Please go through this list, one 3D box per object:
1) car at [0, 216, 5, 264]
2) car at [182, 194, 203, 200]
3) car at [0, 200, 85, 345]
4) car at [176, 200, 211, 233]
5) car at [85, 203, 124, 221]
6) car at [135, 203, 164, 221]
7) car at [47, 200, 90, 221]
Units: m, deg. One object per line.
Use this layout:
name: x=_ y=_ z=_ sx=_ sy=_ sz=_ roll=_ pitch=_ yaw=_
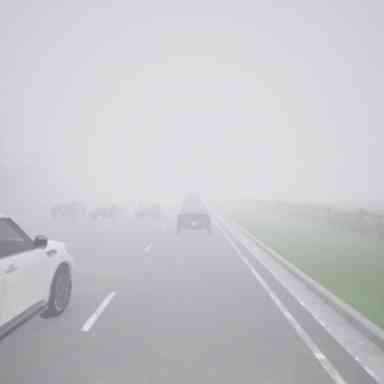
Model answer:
car: x=-6.901 y=1.500 z=8.184 sx=1.837 sy=1.490 sz=4.892 roll=0 pitch=0 yaw=0
car: x=0.090 y=1.193 z=38.015 sx=2.150 sy=2.045 sz=5.566 roll=0 pitch=0 yaw=0
car: x=-3.399 y=1.219 z=4.257 sx=2.150 sy=2.045 sz=5.566 roll=0 pitch=0 yaw=0
car: x=0.096 y=1.463 z=19.532 sx=1.882 sy=1.535 sz=5.008 roll=0 pitch=0 yaw=0
car: x=-6.907 y=1.582 z=27.386 sx=1.895 sy=1.301 sz=4.718 roll=0 pitch=0 yaw=0
car: x=-3.407 y=1.581 z=27.387 sx=1.895 sy=1.301 sz=4.718 roll=0 pitch=0 yaw=0
car: x=-10.407 y=1.486 z=28.451 sx=1.837 sy=1.490 sz=4.892 roll=0 pitch=0 yaw=0
